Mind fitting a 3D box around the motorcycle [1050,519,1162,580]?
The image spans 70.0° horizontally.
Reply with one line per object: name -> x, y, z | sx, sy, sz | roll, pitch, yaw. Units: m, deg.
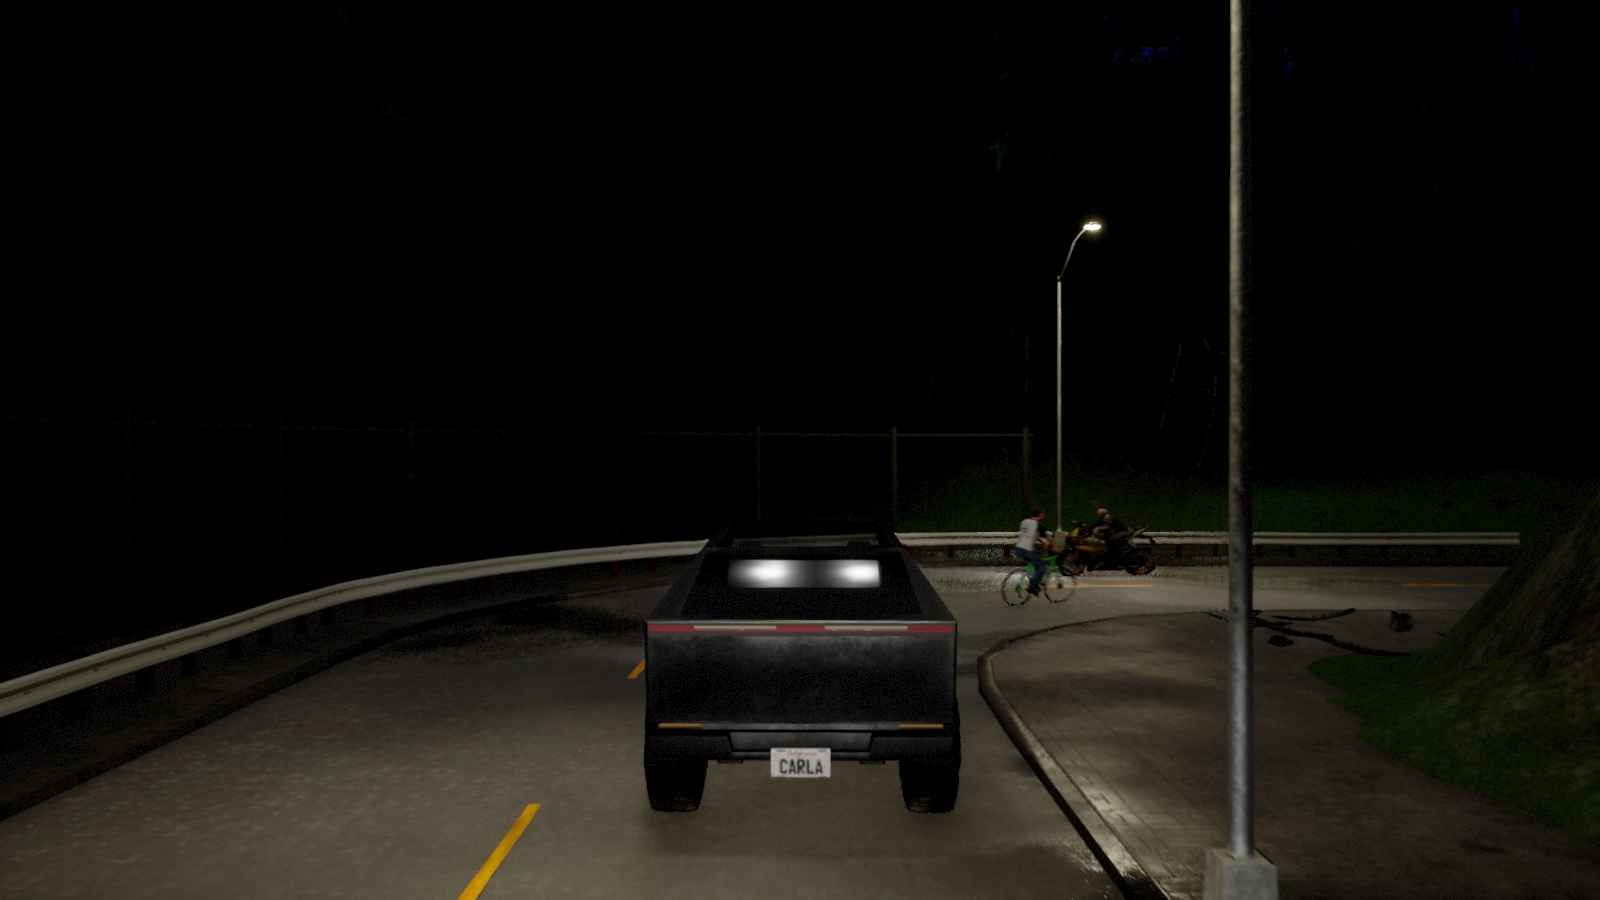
motorcycle -> 6.705, 2.180, 25.101 | 2.209, 1.251, 0.867 | 0, 0, -4

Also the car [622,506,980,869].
car -> 0.044, 1.742, 10.765 | 2.390, 2.098, 6.274 | 0, 0, 1
